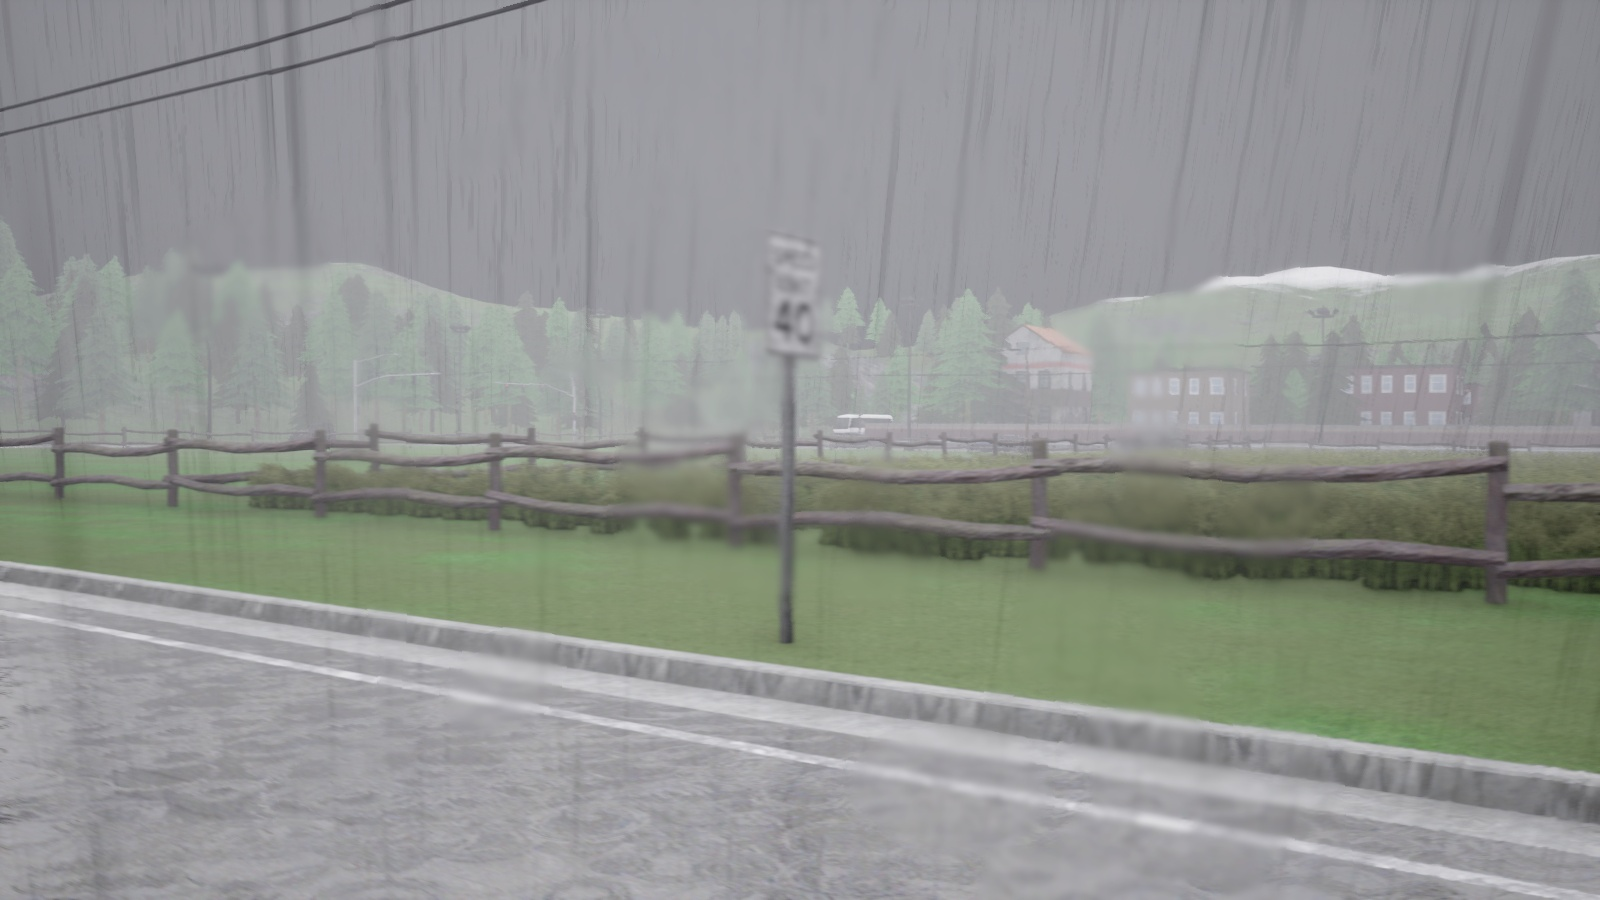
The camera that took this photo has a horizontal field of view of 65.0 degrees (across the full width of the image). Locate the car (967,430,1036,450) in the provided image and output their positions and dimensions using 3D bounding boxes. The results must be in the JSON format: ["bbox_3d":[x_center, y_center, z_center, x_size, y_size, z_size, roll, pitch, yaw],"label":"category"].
[{"bbox_3d":[15.533,-0.743,96.878,4.792,1.488,2.163,0,1,34],"label":"car"}]
